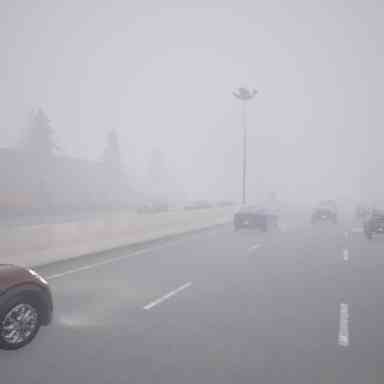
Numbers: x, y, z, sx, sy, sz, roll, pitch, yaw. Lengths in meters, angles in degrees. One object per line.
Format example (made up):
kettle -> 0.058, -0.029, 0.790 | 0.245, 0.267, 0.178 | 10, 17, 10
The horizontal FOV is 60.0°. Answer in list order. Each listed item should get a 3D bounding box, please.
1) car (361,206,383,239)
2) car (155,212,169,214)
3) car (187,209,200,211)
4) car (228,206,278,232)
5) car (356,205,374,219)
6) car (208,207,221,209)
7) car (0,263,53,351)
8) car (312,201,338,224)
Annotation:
car -> 10.432, 1.686, 18.046 | 1.837, 1.490, 4.892 | 1, -2, 25
car -> -4.260, 1.454, 36.756 | 2.097, 1.767, 4.553 | 1, 0, 25
car -> 0.770, 1.716, 39.328 | 2.033, 1.411, 5.357 | 1, 0, 24
car -> 4.179, 1.608, 21.199 | 1.882, 1.535, 5.008 | 1, 0, 25
car -> 17.203, 1.921, 32.745 | 1.895, 1.301, 4.718 | 1, 0, 24
car -> 3.412, 1.734, 36.675 | 2.033, 1.411, 5.357 | 1, 0, 24
car -> -3.932, 1.322, 3.862 | 2.097, 1.767, 4.553 | 1, 0, 25
car -> 11.027, 1.758, 27.598 | 1.812, 1.442, 4.674 | 1, 0, 24
